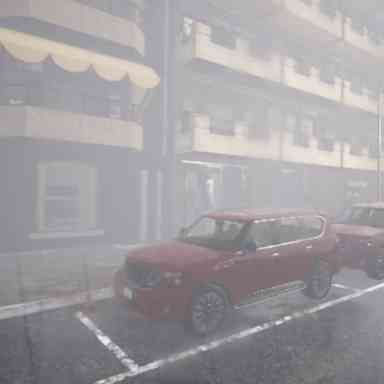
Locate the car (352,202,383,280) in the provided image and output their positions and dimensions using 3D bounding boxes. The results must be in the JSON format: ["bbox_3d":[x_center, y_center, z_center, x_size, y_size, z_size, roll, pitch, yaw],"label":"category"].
[{"bbox_3d":[5.522,1.260,10.016,5.009,1.841,2.192,0,2,-36],"label":"car"}]

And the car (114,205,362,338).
[{"bbox_3d":[1.022,1.289,6.802,5.009,1.841,2.192,0,2,-36],"label":"car"}]
